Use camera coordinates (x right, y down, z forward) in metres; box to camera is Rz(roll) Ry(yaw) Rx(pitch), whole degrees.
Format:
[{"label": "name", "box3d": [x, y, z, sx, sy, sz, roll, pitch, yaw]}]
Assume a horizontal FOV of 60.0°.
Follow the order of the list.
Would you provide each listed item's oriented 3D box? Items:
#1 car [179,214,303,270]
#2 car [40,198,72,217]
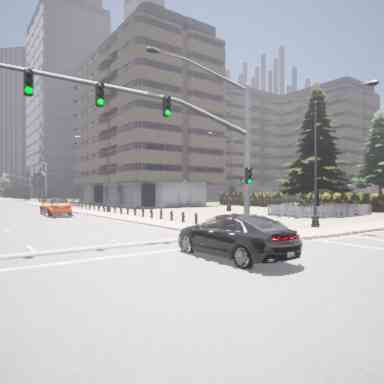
[{"label": "car", "box3d": [1.375, 1.504, 11.247, 1.837, 1.490, 4.892, 0, 0, -35]}, {"label": "car", "box3d": [-12.952, 1.349, 31.516, 2.097, 1.767, 4.553, 0, 0, -35]}]
